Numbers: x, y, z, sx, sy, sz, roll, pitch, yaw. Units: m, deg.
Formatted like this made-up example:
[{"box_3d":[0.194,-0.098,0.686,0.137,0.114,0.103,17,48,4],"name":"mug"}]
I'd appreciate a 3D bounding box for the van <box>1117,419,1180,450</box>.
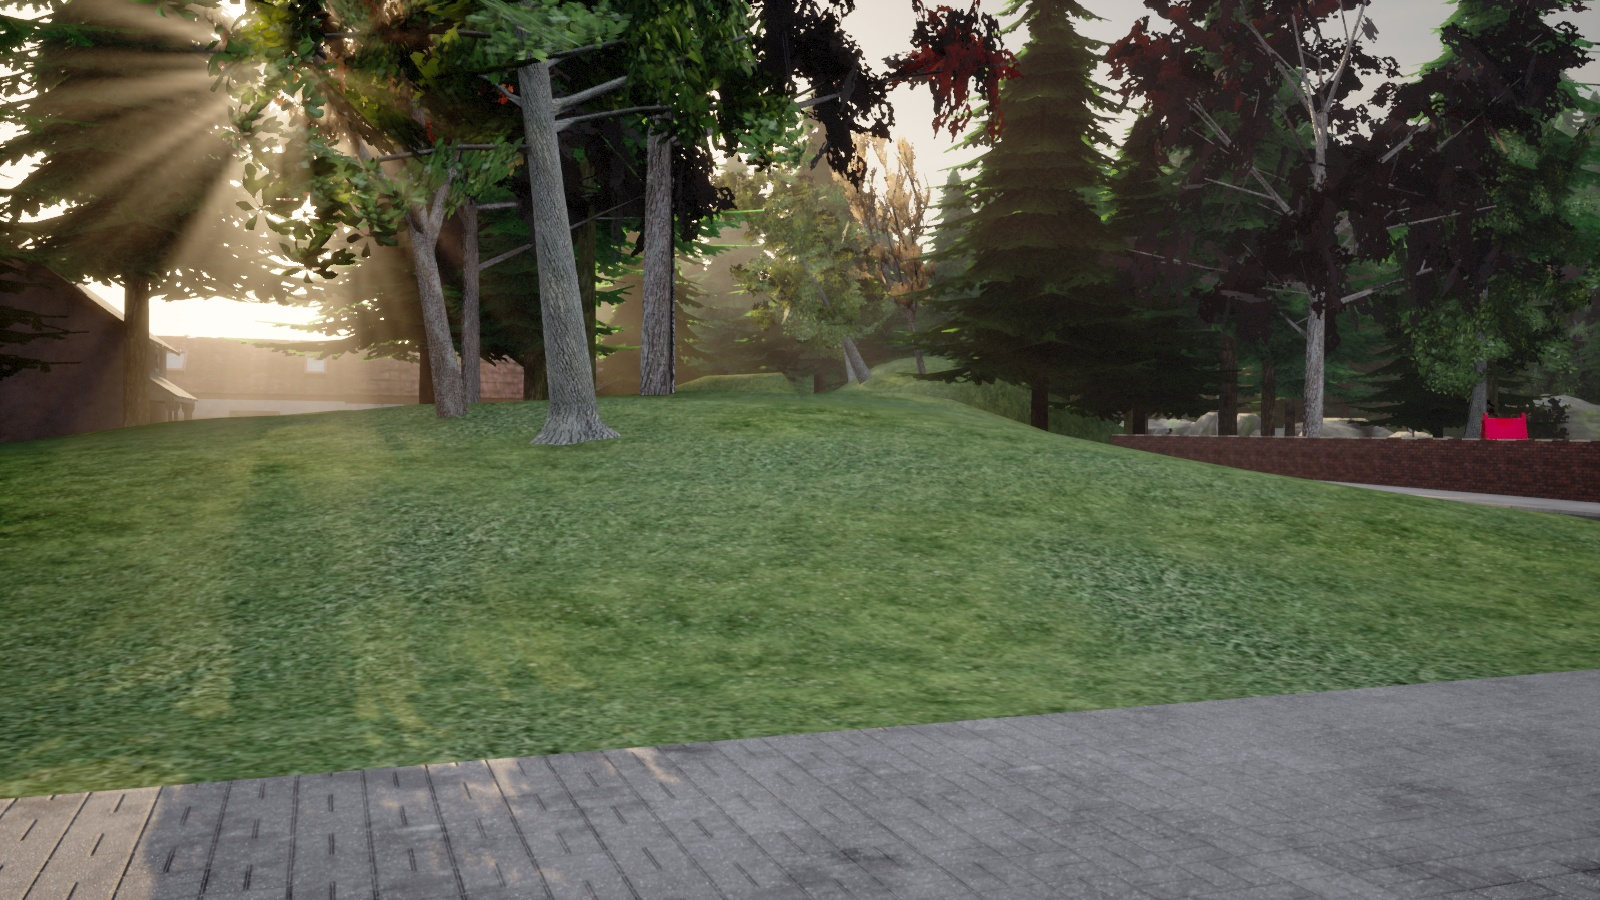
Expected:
[{"box_3d":[23.070,-1.055,83.317,1.775,1.987,4.442,-1,1,-21],"name":"van"}]
